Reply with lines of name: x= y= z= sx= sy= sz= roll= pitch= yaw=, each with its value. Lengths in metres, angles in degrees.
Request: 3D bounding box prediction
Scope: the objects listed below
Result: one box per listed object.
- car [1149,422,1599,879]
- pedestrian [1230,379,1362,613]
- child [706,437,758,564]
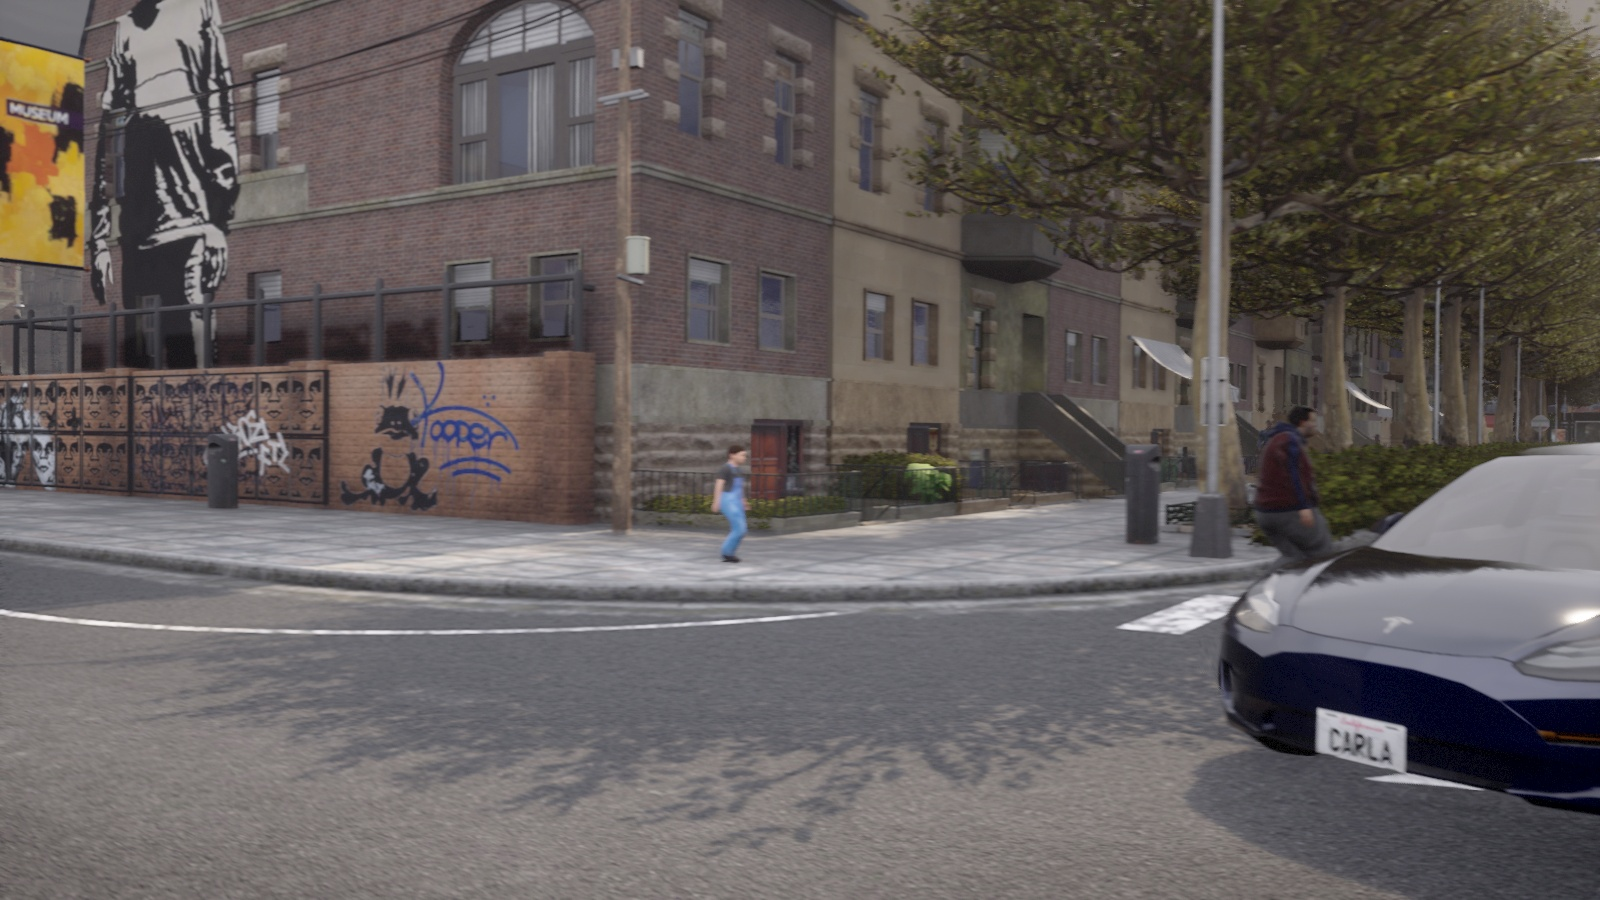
car: x=4.173 y=0.611 z=6.046 sx=4.792 sy=1.488 sz=2.163 roll=-1 pitch=1 yaw=-33
pedestrian: x=4.043 y=0.361 z=10.286 sx=0.899 sy=1.844 sz=0.634 roll=0 pitch=1 yaw=11
child: x=-0.682 y=0.501 z=12.669 sx=0.437 sy=1.263 sz=0.270 roll=0 pitch=1 yaw=21
